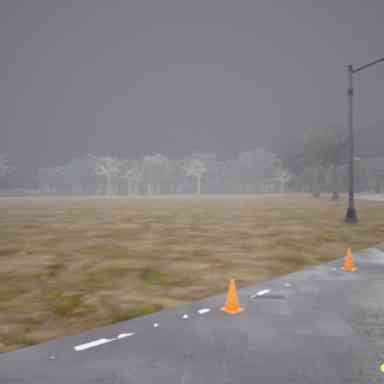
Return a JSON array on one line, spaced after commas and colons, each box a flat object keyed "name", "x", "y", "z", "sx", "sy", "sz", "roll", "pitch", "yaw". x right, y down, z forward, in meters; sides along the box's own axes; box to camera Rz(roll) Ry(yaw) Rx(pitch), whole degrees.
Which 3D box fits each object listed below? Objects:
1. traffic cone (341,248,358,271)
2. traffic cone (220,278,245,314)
[{"name": "traffic cone", "x": 4.466, "y": 1.891, "z": 9.454, "sx": 0.340, "sy": 0.580, "sz": 0.340, "roll": -1, "pitch": 0, "yaw": -42}, {"name": "traffic cone", "x": 0.770, "y": 1.936, "z": 6.300, "sx": 0.340, "sy": 0.580, "sz": 0.340, "roll": -1, "pitch": 0, "yaw": -39}]
